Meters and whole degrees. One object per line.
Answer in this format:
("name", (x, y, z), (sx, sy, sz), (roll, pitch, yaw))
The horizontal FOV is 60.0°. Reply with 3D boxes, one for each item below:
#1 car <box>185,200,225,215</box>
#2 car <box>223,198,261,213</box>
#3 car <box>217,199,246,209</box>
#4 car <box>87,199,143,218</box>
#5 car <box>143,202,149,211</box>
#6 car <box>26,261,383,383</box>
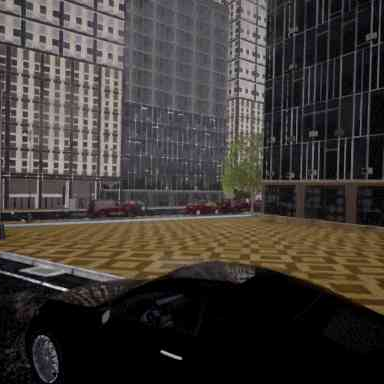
("car", (1.331, 1.961, 39.934), (4.507, 1.381, 1.887), (1, 1, -34))
("car", (6.011, 1.778, 43.136), (5.009, 1.841, 2.192), (1, 1, -34))
("car", (6.225, 1.867, 52.845), (4.313, 1.339, 1.947), (1, 1, -34))
("car", (-8.012, 1.640, 33.516), (5.009, 1.841, 2.192), (1, 1, -34))
("car", (-7.799, 1.714, 43.224), (4.403, 1.369, 2.008), (1, 1, -34))
("car", (0.110, 1.524, 3.610), (4.674, 1.442, 1.812), (0, 0, 35))
